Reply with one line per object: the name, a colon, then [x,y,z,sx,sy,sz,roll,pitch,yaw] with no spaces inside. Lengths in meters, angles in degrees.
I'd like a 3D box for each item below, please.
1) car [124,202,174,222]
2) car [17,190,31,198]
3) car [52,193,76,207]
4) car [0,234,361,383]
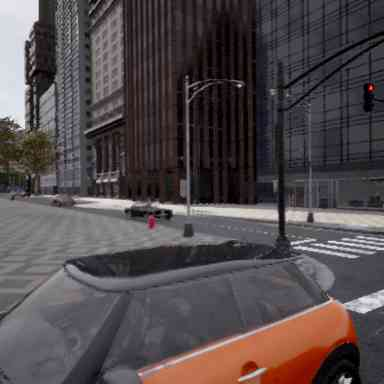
car: [-3.277,1.441,24.895,1.895,1.301,4.718,-1,1,-36]
car: [-42.527,0.661,85.017,1.882,1.535,5.008,-1,1,-36]
car: [-17.062,0.986,44.244,2.097,1.767,4.553,-1,1,-35]
car: [-0.591,1.347,2.832,4.553,1.767,2.097,0,0,-35]
